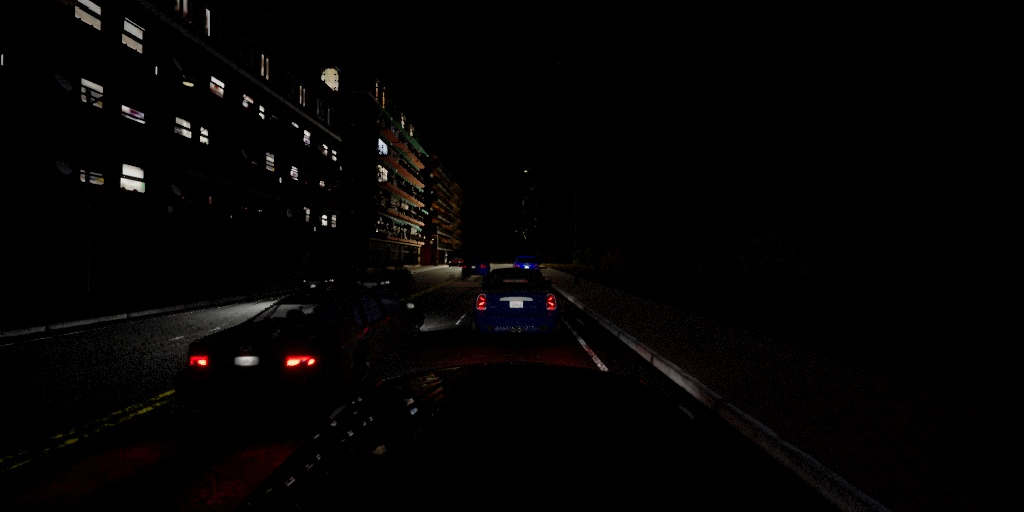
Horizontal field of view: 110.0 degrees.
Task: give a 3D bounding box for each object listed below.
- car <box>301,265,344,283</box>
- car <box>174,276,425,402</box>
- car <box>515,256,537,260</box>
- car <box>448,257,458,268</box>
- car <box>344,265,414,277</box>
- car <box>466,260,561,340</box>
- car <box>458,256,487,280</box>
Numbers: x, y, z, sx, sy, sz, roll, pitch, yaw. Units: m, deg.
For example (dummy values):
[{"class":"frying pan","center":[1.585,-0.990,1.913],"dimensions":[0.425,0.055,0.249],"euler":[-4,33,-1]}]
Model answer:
[{"class":"car","center":[-9.842,1.244,20.202],"dimensions":[2.128,1.511,4.902],"euler":[0,0,0]},{"class":"car","center":[-3.150,1.298,6.768],"dimensions":[2.033,1.411,5.357],"euler":[0,0,0]},{"class":"car","center":[1.150,0.979,30.103],"dimensions":[2.150,2.045,5.566],"euler":[0,0,0]},{"class":"car","center":[-9.784,1.104,62.899],"dimensions":[2.097,1.767,4.553],"euler":[0,0,0]},{"class":"car","center":[-6.593,1.244,19.012],"dimensions":[2.128,1.511,4.902],"euler":[0,0,0]},{"class":"car","center":[0.102,1.104,10.150],"dimensions":[2.097,1.767,4.553],"euler":[0,0,0]},{"class":"car","center":[-3.137,0.979,32.040],"dimensions":[2.150,2.045,5.566],"euler":[0,0,0]}]
